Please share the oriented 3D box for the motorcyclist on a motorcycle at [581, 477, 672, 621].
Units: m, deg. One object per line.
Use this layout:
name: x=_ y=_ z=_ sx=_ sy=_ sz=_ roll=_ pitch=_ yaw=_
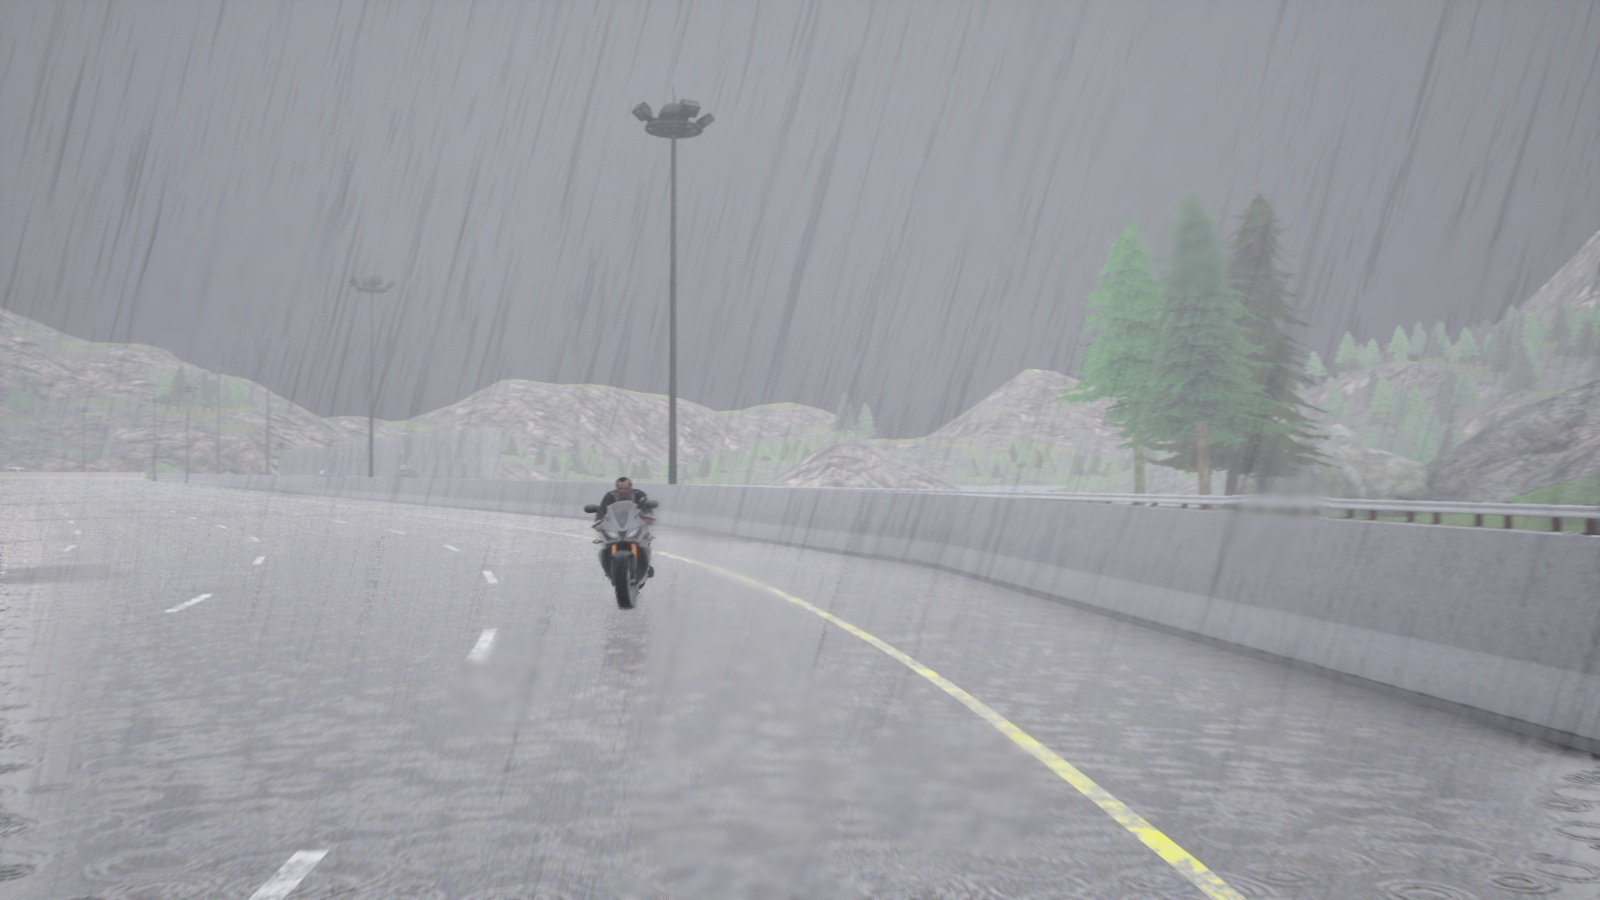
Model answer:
motorcyclist on a motorcycle: x=-2.023 y=1.113 z=14.951 sx=0.866 sy=1.530 sz=2.191 roll=-4 pitch=-1 yaw=-5
